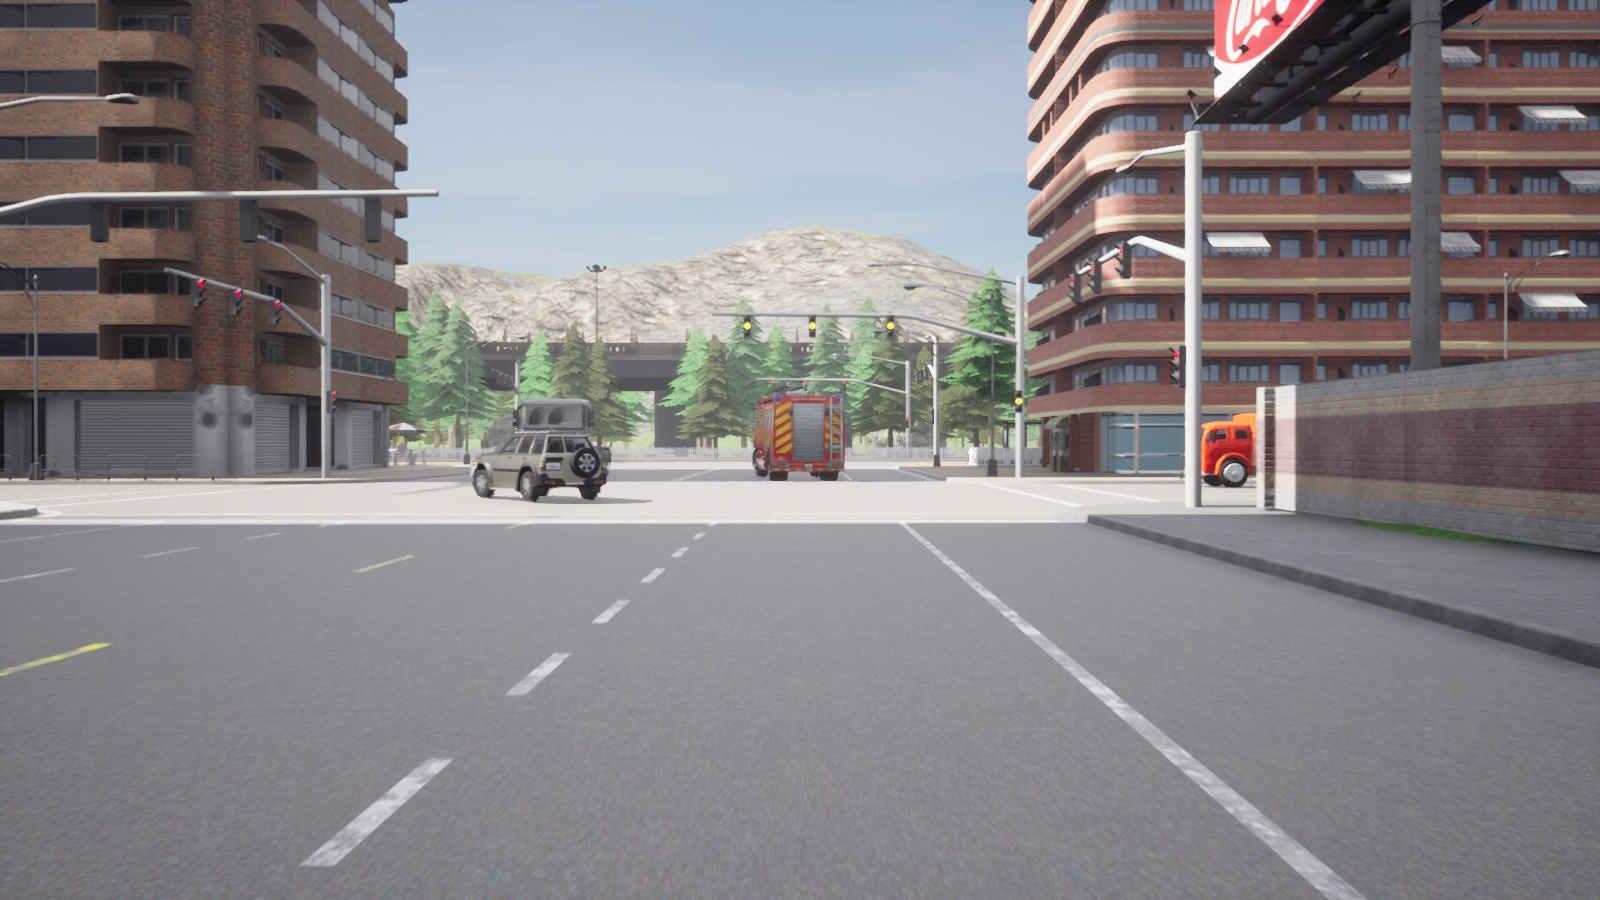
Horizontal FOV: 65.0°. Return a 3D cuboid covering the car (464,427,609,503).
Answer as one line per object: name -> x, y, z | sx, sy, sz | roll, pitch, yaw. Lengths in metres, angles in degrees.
car -> -7.019, 0.371, 33.119 | 1.932, 1.855, 4.605 | 0, 0, -38

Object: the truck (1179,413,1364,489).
truck -> 15.692, 0.035, 42.072 | 5.204, 2.467, 2.627 | 0, 0, 0

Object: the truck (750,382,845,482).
truck -> -0.252, -0.716, 52.732 | 2.891, 3.827, 8.468 | 0, 0, -8

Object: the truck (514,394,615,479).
truck -> -10.171, -0.554, 55.079 | 2.891, 3.462, 7.936 | 0, 0, 0
